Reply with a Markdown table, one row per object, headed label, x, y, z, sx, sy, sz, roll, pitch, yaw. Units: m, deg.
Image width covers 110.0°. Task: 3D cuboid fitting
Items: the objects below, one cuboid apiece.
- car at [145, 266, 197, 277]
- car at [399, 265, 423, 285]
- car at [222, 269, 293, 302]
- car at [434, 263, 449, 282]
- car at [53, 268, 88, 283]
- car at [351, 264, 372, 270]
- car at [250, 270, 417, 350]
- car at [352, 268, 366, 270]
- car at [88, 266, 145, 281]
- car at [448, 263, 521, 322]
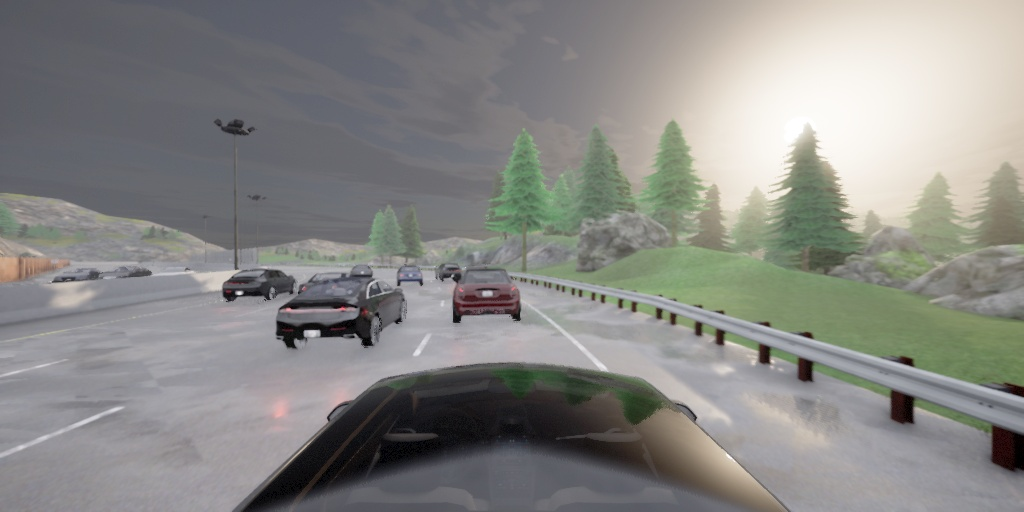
| label | x | y | z | sx | sy | sz | roll | pitch | yaw |
| --- | --- | --- | --- | --- | --- | --- | --- | --- | --- |
| car | -27.640 | 1.584 | 29.513 | 1.812 | 1.442 | 4.674 | 0 | 0 | -25 |
| car | -7.843 | 1.415 | 27.384 | 2.033 | 1.411 | 5.357 | 0 | 0 | -18 |
| car | -12.626 | 1.402 | 18.284 | 1.837 | 1.490 | 4.892 | 0 | 0 | -12 |
| car | -5.528 | 1.357 | 31.101 | 1.837 | 1.490 | 4.892 | 0 | 0 | -20 |
| car | -35.478 | 1.698 | 29.695 | 1.994 | 1.385 | 4.181 | 0 | 0 | -28 |
| car | -14.676 | 1.509 | 35.048 | 1.994 | 1.385 | 4.181 | 0 | 0 | -24 |
| car | -4.072 | 1.293 | 9.342 | 2.128 | 1.511 | 4.902 | 0 | 0 | -5 |
| car | -8.982 | 1.464 | 18.180 | 1.895 | 1.301 | 4.718 | -1 | 0 | -12 |
| car | -31.375 | 1.586 | 29.245 | 2.128 | 1.511 | 4.902 | 0 | 0 | -26 |
| car | -0.999 | 1.130 | 12.643 | 2.097 | 1.767 | 4.553 | -1 | 0 | -8 |
